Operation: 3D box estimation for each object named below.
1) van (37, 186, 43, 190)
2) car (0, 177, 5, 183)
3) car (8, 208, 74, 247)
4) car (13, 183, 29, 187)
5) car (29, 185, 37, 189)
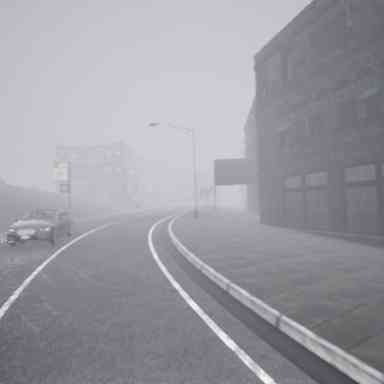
[{"bbox_3d":[-36.383,-0.524,76.420,1.878,1.987,4.442,-1,-4,-11],"label":"van"},{"bbox_3d":[-32.753,-1.927,54.503,2.435,2.045,5.566,-1,-3,-6],"label":"car"},{"bbox_3d":[-6.949,1.559,15.759,2.128,1.511,4.902,-1,0,-7],"label":"car"},{"bbox_3d":[-34.349,-1.002,65.399,2.002,1.452,4.674,-1,-3,-9],"label":"car"},{"bbox_3d":[-35.309,-0.647,70.846,2.002,1.452,4.674,-1,-4,-10],"label":"car"}]
